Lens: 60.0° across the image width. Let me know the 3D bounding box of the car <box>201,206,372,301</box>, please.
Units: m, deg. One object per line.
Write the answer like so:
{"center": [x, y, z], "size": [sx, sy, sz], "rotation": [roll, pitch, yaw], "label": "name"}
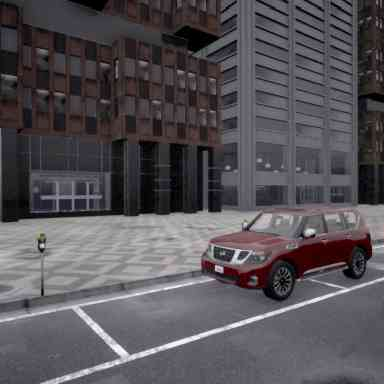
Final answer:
{"center": [2.625, 1.315, 8.507], "size": [5.009, 1.841, 2.192], "rotation": [0, 0, -35], "label": "car"}
